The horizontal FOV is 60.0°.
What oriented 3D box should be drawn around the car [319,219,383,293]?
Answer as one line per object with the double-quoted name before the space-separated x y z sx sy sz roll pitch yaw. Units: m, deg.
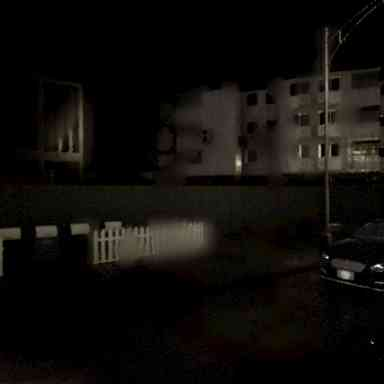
"car" 5.151 1.430 8.272 4.902 1.511 2.128 0 0 -35
